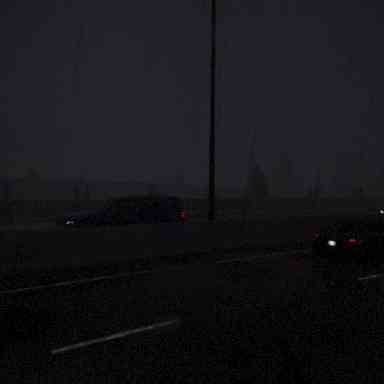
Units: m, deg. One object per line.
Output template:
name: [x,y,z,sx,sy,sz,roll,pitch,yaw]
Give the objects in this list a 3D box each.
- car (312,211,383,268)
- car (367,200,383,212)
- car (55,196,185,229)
car: [6.068,1.544,11.168,4.181,1.385,1.994,0,0,-28]
car: [19.025,1.346,31.575,4.553,1.767,2.097,0,0,-16]
car: [-2.920,1.188,14.384,5.566,2.045,2.150,0,0,-31]
